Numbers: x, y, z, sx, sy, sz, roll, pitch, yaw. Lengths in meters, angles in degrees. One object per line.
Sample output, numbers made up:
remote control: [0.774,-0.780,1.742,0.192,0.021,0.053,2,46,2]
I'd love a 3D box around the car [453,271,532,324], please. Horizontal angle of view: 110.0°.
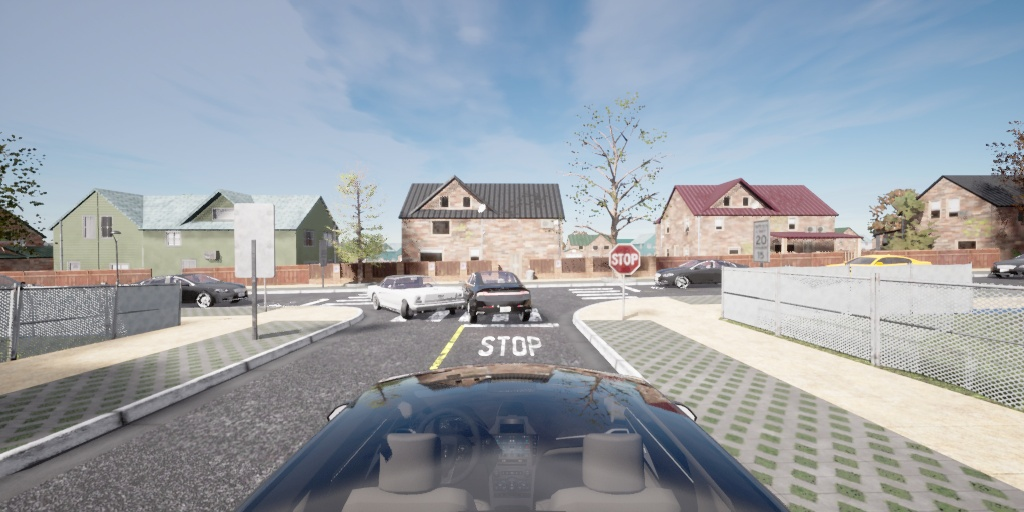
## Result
car: [-0.685,1.242,12.131,2.128,1.511,4.902,0,0,-12]

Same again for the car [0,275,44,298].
car: [-24.239,1.648,16.446,4.553,1.767,2.097,-1,1,0]

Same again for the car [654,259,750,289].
car: [10.331,0.925,19.539,4.902,1.511,2.128,-1,1,0]

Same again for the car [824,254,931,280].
car: [19.761,0.690,19.576,5.008,1.535,1.882,-1,1,-1]

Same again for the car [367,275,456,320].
car: [-3.602,1.367,12.990,1.895,1.301,4.718,0,0,-38]

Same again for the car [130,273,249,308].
car: [-14.902,1.566,16.486,4.902,1.511,2.128,-1,1,0]

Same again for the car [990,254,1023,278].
car: [29.386,0.478,19.612,4.902,1.511,2.128,-1,1,0]
